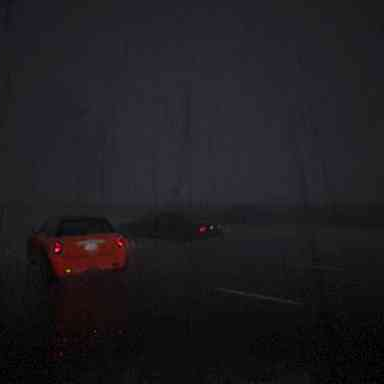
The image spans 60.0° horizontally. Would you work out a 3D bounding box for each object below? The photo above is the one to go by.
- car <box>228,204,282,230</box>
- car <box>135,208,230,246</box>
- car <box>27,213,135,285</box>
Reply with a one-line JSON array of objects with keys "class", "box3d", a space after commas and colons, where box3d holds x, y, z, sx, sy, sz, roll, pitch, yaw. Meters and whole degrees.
[{"class": "car", "box3d": [3.209, 1.493, 21.151, 4.902, 1.511, 2.128, -1, 0, 36]}, {"class": "car", "box3d": [-1.168, 1.615, 15.680, 5.357, 1.411, 2.033, -1, 0, 36]}, {"class": "car", "box3d": [-3.702, 1.450, 10.265, 2.097, 1.767, 4.553, -1, 0, -32]}]
